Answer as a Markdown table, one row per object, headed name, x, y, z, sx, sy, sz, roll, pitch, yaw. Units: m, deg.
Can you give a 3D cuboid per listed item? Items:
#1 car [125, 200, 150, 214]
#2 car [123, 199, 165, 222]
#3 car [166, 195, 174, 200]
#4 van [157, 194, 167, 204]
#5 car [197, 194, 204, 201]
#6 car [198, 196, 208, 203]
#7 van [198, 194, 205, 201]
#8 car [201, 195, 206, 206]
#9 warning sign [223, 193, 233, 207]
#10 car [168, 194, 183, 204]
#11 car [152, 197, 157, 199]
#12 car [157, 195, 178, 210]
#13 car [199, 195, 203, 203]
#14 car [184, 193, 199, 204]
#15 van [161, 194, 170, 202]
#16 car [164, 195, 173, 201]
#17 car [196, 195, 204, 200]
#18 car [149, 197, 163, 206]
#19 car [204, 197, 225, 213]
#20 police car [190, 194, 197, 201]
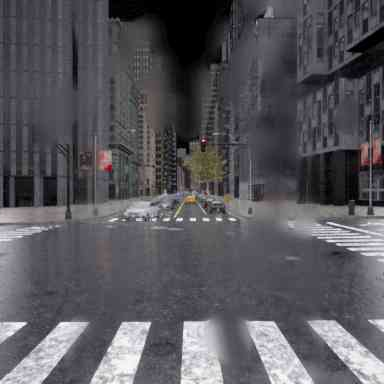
| name | x | y | z | sx | sy | sz | roll | pitch | yaw |
| --- | --- | --- | --- | --- | --- | --- | --- | --- | --- |
| car | -5.855 | 1.556 | 36.280 | 2.008 | 1.369 | 4.403 | 0 | 0 | 0 |
| car | -3.909 | 1.528 | 27.003 | 1.812 | 1.442 | 4.674 | 0 | 0 | 11 |
| car | -6.213 | 1.624 | 93.735 | 1.802 | 1.307 | 4.206 | 0 | 0 | 0 |
| van | -6.045 | 1.360 | 66.670 | 1.690 | 1.788 | 3.998 | 0 | 0 | 0 |
| car | 2.506 | 1.567 | 62.535 | 2.008 | 1.369 | 4.403 | 0 | 0 | 0 |
| car | 2.440 | 1.589 | 73.113 | 1.947 | 1.339 | 4.313 | 0 | 0 | 0 |
| van | 2.374 | 1.373 | 83.691 | 1.690 | 1.788 | 3.998 | 0 | 0 | 0 |
| car | 2.602 | 1.553 | 47.219 | 1.887 | 1.381 | 4.507 | 0 | 0 | 0 |
| warning sign | 4.921 | 1.123 | 45.420 | 1.300 | 1.860 | 1.060 | 0 | 0 | 0 |
| car | -3.315 | 1.564 | 62.254 | 2.033 | 1.411 | 5.357 | 0 | 0 | 0 |
| car | -5.886 | 1.557 | 41.272 | 2.008 | 1.369 | 4.403 | 0 | 0 | 0 |
| car | -3.227 | 1.494 | 42.190 | 2.128 | 1.511 | 4.902 | 0 | 0 | 0 |
| car | 2.568 | 1.562 | 52.663 | 2.008 | 1.369 | 4.403 | 0 | 0 | 0 |
| car | -0.166 | 1.495 | 64.359 | 1.882 | 1.535 | 5.008 | 0 | 0 | -1 |
| van | -6.113 | 1.368 | 77.497 | 1.690 | 1.788 | 3.998 | 0 | 0 | 0 |
| car | -6.180 | 1.587 | 88.323 | 2.008 | 1.369 | 4.403 | 0 | 0 | 0 |
| car | 2.308 | 1.593 | 94.268 | 2.008 | 1.369 | 4.403 | 0 | 0 | 0 |
| car | -5.977 | 1.578 | 55.844 | 1.947 | 1.339 | 4.313 | 0 | 0 | 0 |
| car | 2.670 | 1.556 | 36.330 | 2.008 | 1.369 | 4.403 | 0 | 0 | 0 |
| police car | 0.471 | 1.463 | 90.505 | 1.930 | 1.638 | 5.238 | 0 | 0 | 0 |
